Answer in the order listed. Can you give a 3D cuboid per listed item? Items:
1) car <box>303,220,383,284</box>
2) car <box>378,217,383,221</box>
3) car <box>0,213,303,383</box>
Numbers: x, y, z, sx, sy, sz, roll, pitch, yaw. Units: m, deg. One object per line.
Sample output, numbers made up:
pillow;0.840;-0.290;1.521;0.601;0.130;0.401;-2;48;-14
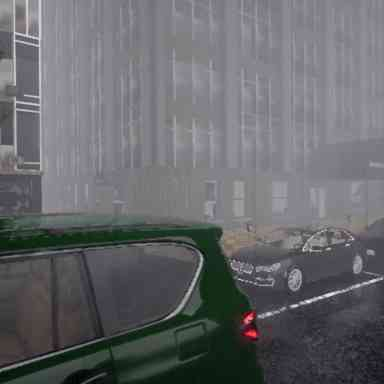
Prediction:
car;2.838;1.549;8.620;4.403;1.369;2.008;0;-1;-36
car;7.456;1.563;11.934;4.313;1.339;1.947;0;-1;-36
car;-2.010;1.221;1.944;5.566;2.045;2.150;0;0;-36
